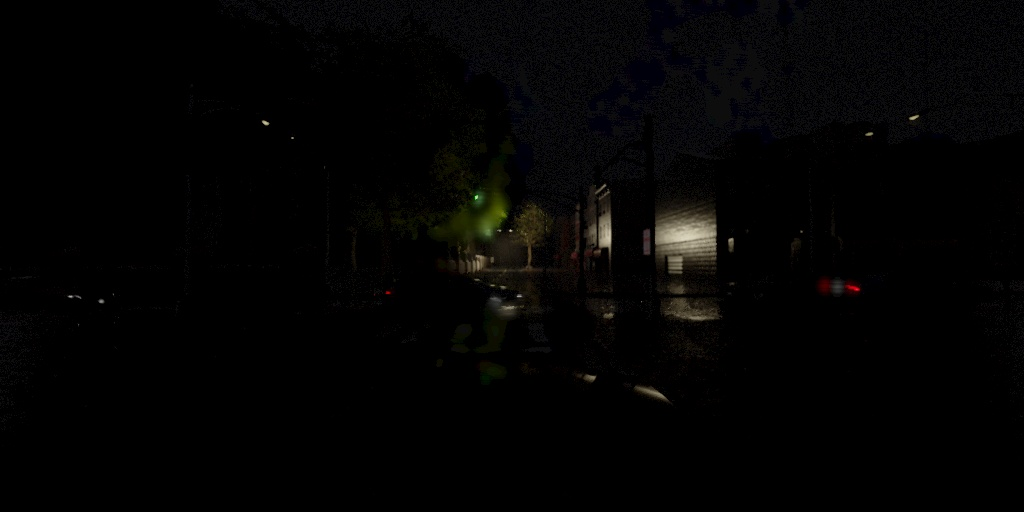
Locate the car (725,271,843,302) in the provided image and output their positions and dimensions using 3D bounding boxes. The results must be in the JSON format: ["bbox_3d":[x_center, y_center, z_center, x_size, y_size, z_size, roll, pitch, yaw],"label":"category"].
[{"bbox_3d":[12.402,1.383,16.845,4.313,1.339,1.948,0,0,0],"label":"car"}]

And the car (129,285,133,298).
[{"bbox_3d":[-20.582,1.647,16.873,4.403,1.370,2.007,0,0,0],"label":"car"}]

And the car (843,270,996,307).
[{"bbox_3d":[15.418,1.269,14.227,5.357,1.411,2.033,0,-2,0],"label":"car"}]

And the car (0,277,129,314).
[{"bbox_3d":[-18.642,1.540,14.254,4.674,1.442,1.812,0,-2,0],"label":"car"}]

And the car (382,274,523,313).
[{"bbox_3d":[-2.246,1.420,14.230,5.357,1.411,2.033,0,-1,0],"label":"car"}]
